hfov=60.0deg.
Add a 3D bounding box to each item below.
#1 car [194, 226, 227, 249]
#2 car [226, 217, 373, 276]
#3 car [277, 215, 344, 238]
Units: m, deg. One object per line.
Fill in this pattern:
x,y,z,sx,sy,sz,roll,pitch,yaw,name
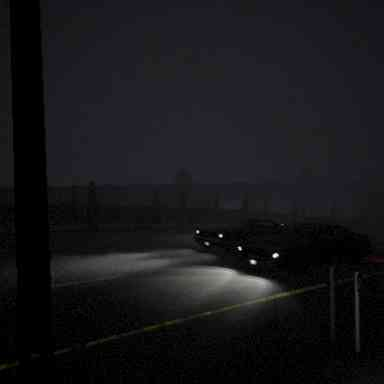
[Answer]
2.400,1.798,14.297,4.718,1.301,1.895,3,-2,-35,car
3.930,1.721,11.086,5.357,1.411,2.033,3,-2,-35,car
8.165,2.374,22.694,4.718,1.301,1.895,6,-3,-35,car
